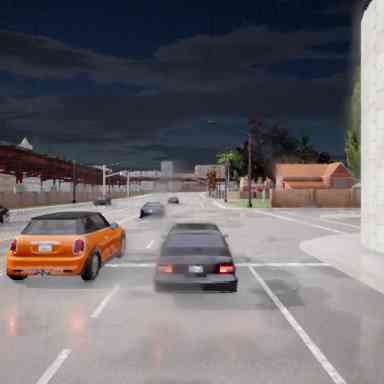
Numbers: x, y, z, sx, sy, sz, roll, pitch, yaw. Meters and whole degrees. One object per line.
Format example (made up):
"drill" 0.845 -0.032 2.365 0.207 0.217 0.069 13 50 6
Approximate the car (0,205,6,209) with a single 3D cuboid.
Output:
"car" -14.144 1.505 22.246 1.837 1.490 4.892 0 0 0

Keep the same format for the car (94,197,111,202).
"car" -14.199 1.547 52.998 2.033 1.411 5.357 0 0 0

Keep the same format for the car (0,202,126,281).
"car" -3.426 1.354 10.026 2.097 1.767 4.553 0 0 2

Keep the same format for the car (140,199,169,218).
"car" -3.459 1.564 29.930 1.994 1.385 4.181 0 0 0

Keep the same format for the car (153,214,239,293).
"car" 0.074 1.547 8.962 2.033 1.411 5.357 0 0 0

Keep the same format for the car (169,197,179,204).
"car" -3.526 1.564 63.930 1.994 1.385 4.181 0 0 0
